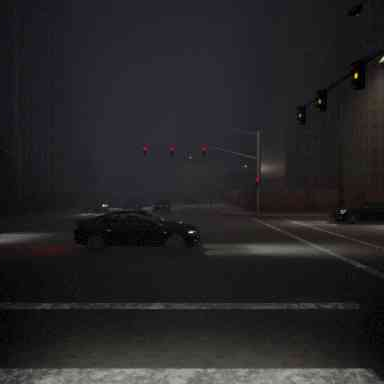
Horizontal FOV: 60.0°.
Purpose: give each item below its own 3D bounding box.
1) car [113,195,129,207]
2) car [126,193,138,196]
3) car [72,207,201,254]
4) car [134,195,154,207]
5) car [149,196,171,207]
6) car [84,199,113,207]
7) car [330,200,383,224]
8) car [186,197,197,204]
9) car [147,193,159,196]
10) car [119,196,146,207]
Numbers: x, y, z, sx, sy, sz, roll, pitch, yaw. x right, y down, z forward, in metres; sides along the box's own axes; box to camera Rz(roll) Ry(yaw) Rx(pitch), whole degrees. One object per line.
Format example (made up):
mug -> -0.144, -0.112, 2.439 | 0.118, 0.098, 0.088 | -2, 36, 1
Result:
car -> -10.687, 1.547, 47.617 | 2.033, 1.411, 5.357 | 0, 0, 0
car -> -10.669, 1.221, 58.307 | 2.150, 2.045, 5.566 | 0, 0, 0
car -> -2.116, 1.491, 13.031 | 4.902, 1.511, 2.128 | 0, 0, -1
car -> -7.185, 1.525, 49.629 | 1.812, 1.442, 4.674 | 0, 0, 0
car -> -3.437, 1.547, 38.811 | 2.033, 1.411, 5.357 | 0, 0, 0
car -> -10.707, 1.547, 37.542 | 2.033, 1.411, 5.357 | 0, 0, -3
car -> 12.368, 1.352, 23.875 | 4.553, 1.767, 2.097 | 0, 0, 0
car -> -0.124, 1.564, 64.935 | 1.994, 1.385, 4.181 | 0, 0, 0
car -> -7.158, 1.221, 60.156 | 2.150, 2.045, 5.566 | 0, 0, 1
car -> -7.156, 1.526, 40.535 | 1.812, 1.442, 4.674 | 0, 0, -1
